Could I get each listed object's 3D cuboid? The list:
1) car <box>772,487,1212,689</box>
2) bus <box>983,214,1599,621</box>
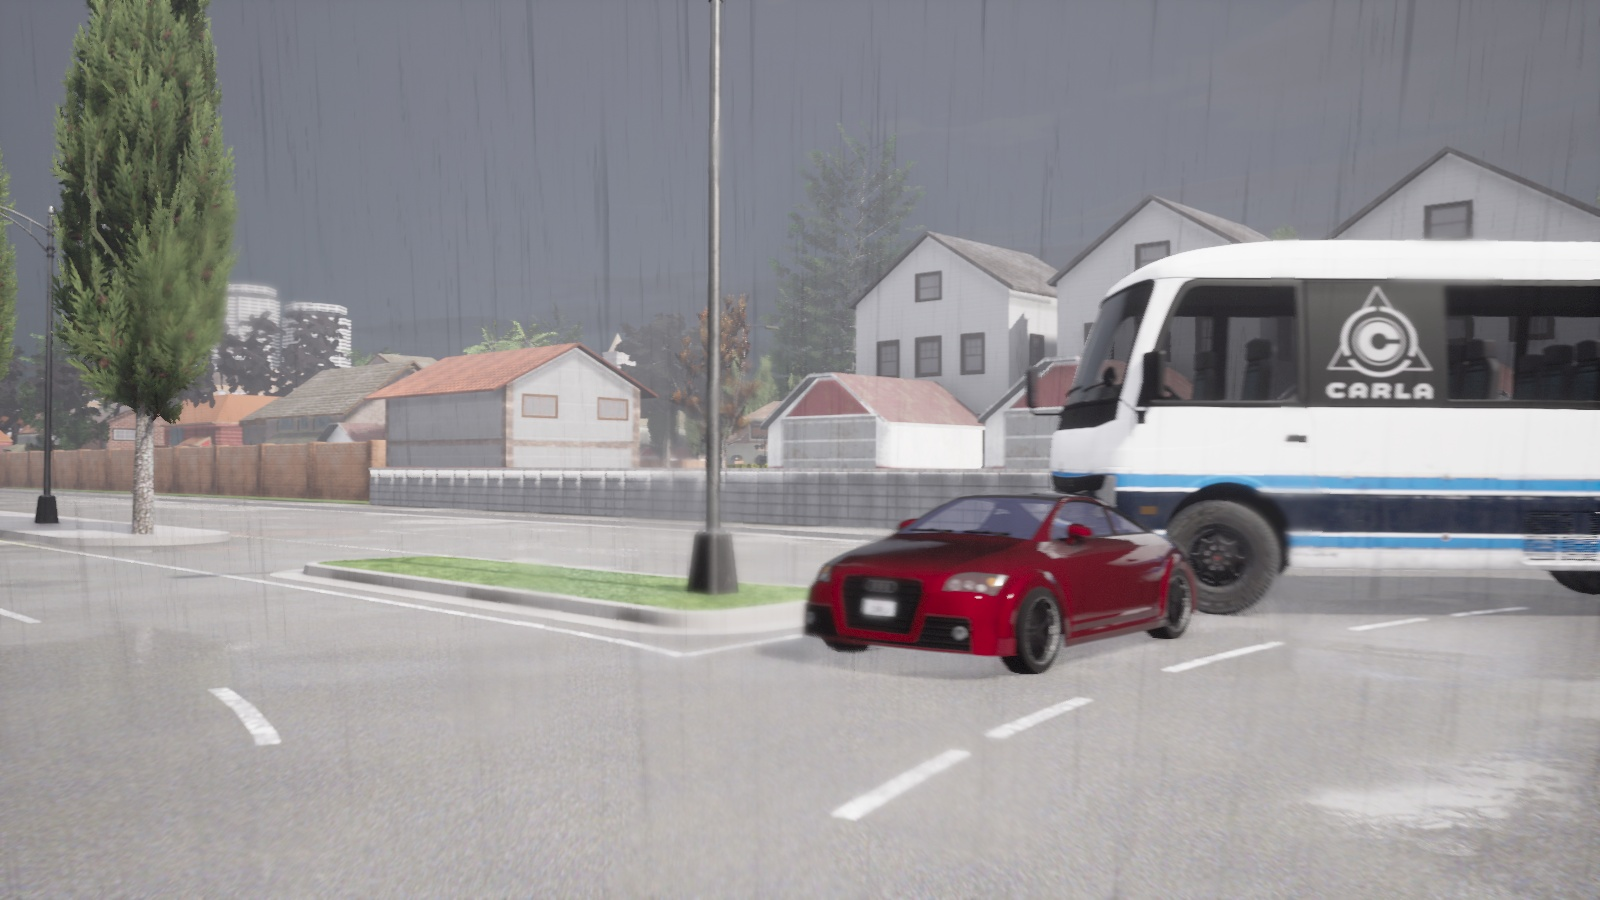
[{"bbox_3d":[1.884,1.059,11.262,1.994,1.385,4.181,-1,-1,40],"label":"car"},{"bbox_3d":[7.592,-0.341,15.131,10.273,4.253,3.944,0,0,2],"label":"bus"}]
